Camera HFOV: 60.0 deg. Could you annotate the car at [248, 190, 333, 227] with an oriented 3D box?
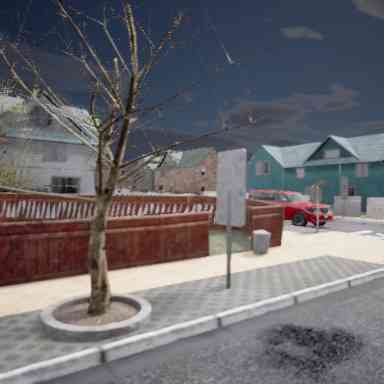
[{"bbox_3d":[5.689,0.929,20.307,2.150,2.045,5.566,1,1,-36],"label":"car"}]
